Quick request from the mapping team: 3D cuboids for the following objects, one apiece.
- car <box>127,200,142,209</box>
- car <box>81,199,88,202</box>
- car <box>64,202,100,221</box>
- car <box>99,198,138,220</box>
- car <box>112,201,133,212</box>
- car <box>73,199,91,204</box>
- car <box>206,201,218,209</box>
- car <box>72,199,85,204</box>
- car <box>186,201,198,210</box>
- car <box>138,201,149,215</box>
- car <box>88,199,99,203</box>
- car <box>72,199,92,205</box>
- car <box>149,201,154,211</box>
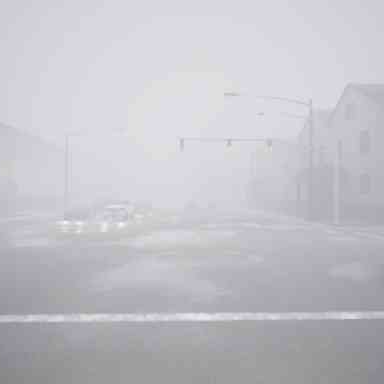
[{"bbox_3d":[-10.533,2.310,61.207,1.812,1.442,4.674,0,-1,1],"label":"car"},{"bbox_3d":[-28.165,2.508,82.338,2.038,1.542,4.974,1,-1,-36],"label":"car"},{"bbox_3d":[-10.594,1.970,31.622,1.994,1.385,4.181,0,-1,0],"label":"car"},{"bbox_3d":[-7.095,1.641,32.658,2.150,2.045,5.566,0,-1,0],"label":"car"},{"bbox_3d":[-10.587,2.203,51.126,2.033,1.411,5.357,0,-1,0],"label":"car"},{"bbox_3d":[-28.979,2.418,87.661,1.853,1.218,4.536,0,-1,29],"label":"car"},{"bbox_3d":[3.609,2.284,59.203,1.812,1.442,4.674,0,-1,0],"label":"car"},{"bbox_3d":[-28.196,2.351,82.382,1.853,1.218,4.536,1,-1,-36],"label":"car"},{"bbox_3d":[0.010,2.217,56.613,2.128,1.511,4.902,0,-1,0],"label":"car"},{"bbox_3d":[-7.092,2.046,42.206,1.837,1.490,4.892,0,-1,0],"label":"car"},{"bbox_3d":[-10.592,1.746,40.885,2.150,2.045,5.566,0,-1,0],"label":"car"},{"bbox_3d":[-28.954,2.576,87.704,2.038,1.542,4.974,0,-1,29],"label":"car"},{"bbox_3d":[-7.079,2.152,52.593,1.882,1.535,5.008,0,-1,0],"label":"car"}]
